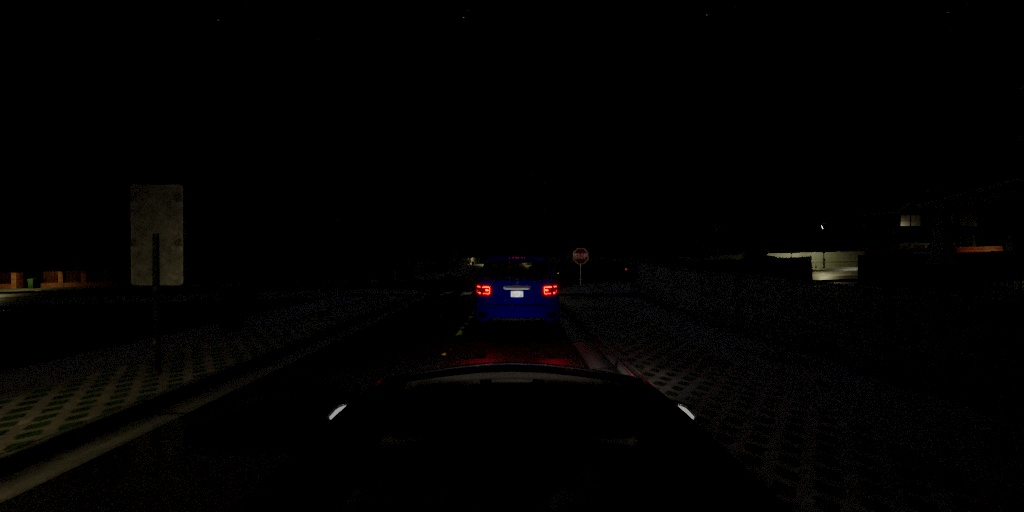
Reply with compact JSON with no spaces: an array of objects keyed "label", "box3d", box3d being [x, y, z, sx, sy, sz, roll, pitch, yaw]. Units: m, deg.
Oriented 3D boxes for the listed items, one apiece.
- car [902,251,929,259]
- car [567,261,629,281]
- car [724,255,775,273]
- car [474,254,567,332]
[{"label":"car","box3d":[30.852,0.368,26.696,5.357,1.411,2.033,-2,0,0]},{"label":"car","box3d":[5.819,1.055,26.596,5.357,1.411,2.033,-2,0,-1]},{"label":"car","box3d":[17.994,0.697,26.642,4.674,1.442,1.812,-2,0,0]},{"label":"car","box3d":[0.122,0.966,10.937,2.150,2.045,5.566,0,0,0]}]
